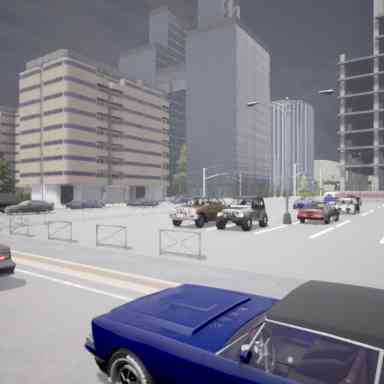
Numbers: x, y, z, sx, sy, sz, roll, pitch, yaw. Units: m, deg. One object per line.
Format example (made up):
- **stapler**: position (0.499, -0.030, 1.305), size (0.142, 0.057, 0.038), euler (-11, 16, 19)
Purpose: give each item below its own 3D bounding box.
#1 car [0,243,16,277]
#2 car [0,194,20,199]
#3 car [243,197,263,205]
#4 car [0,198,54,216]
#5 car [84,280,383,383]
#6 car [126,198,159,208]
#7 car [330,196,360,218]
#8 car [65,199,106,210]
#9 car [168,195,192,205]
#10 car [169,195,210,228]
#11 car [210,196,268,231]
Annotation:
- **car**: position (-6.736, 1.553, 8.714), size (5.357, 1.411, 2.033), euler (0, 0, 35)
- **car**: position (-20.275, 1.243, 34.036), size (2.150, 2.045, 5.566), euler (0, 0, 34)
- **car**: position (11.338, 1.616, 61.957), size (1.895, 1.301, 4.718), euler (0, 0, 35)
- **car**: position (-16.328, 1.544, 33.598), size (1.812, 1.442, 4.674), euler (0, 0, 34)
- **car**: position (1.109, 1.601, 3.199), size (4.718, 1.301, 1.895), euler (0, 0, 35)
- **car**: position (-6.982, 1.566, 47.555), size (2.033, 1.411, 5.357), euler (0, 0, 34)
- **car**: position (15.023, 1.399, 32.242), size (1.970, 1.475, 3.806), euler (0, 0, 34)
- **car**: position (-13.844, 1.568, 43.619), size (2.033, 1.411, 5.357), euler (0, 0, 34)
- **car**: position (-2.074, 1.372, 61.007), size (2.097, 1.767, 4.553), euler (0, 0, 34)
- **car**: position (0.631, 1.160, 20.953), size (1.932, 1.855, 4.605), euler (0, 0, 34)
- **car**: position (2.998, 1.161, 19.287), size (1.905, 1.878, 3.866), euler (0, 0, 34)
